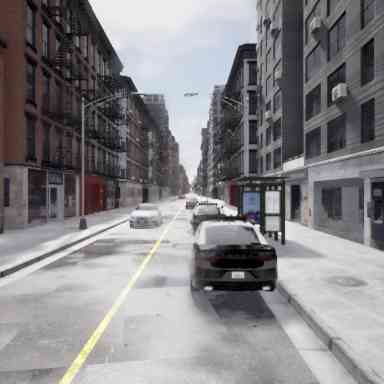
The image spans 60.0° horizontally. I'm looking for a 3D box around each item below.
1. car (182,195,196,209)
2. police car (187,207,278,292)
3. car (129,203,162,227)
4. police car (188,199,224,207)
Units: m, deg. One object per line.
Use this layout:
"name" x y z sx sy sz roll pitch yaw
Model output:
"car" 0.049 1.562 45.707 2.033 1.411 5.357 0 0 0
"police car" 0.906 1.427 9.111 1.930 1.638 5.238 0 0 0
"car" -3.083 1.533 22.860 1.812 1.442 4.674 0 0 0
"police car" 0.914 1.431 19.111 1.930 1.638 5.238 0 0 0
